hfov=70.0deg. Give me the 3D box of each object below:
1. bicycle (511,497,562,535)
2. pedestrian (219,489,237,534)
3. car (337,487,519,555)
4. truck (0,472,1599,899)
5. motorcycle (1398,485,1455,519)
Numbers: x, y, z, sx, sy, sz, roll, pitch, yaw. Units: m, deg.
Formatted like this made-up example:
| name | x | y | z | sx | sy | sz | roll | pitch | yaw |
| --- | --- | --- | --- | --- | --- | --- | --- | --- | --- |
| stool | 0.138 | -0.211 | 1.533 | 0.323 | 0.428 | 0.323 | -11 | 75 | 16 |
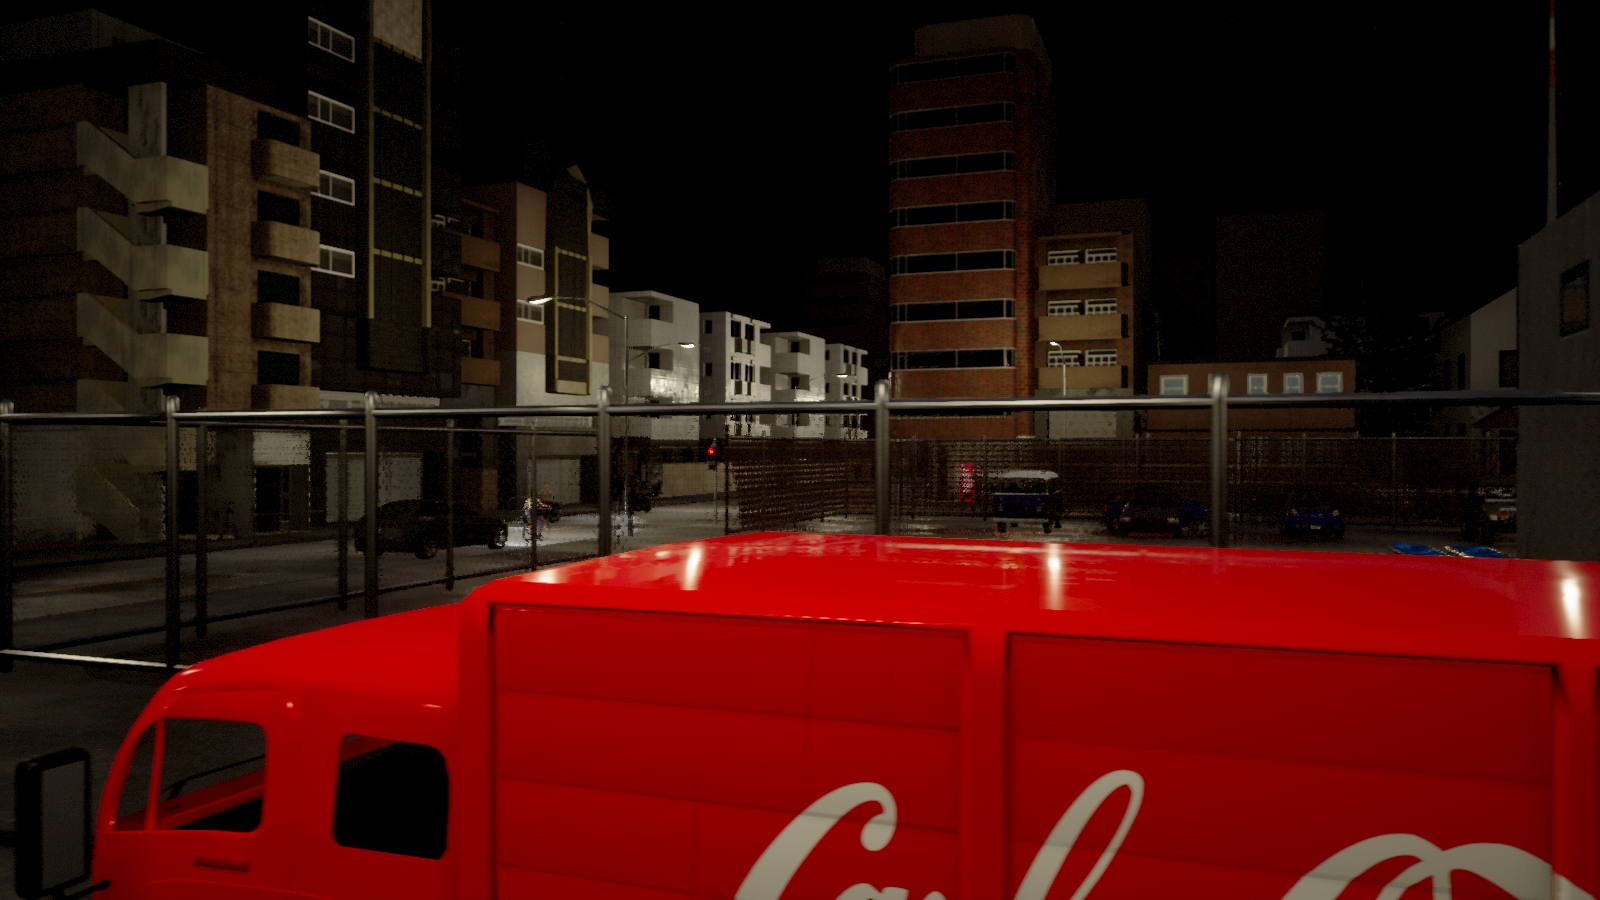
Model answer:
| name | x | y | z | sx | sy | sz | roll | pitch | yaw |
| --- | --- | --- | --- | --- | --- | --- | --- | --- | --- |
| bicycle | -8.153 | 2.036 | 35.364 | 0.859 | 1.080 | 1.487 | 0 | 0 | 20 |
| pedestrian | -16.883 | 1.804 | 33.730 | 0.375 | 1.300 | 0.375 | 0 | 0 | 42 |
| car | -9.890 | 1.842 | 30.860 | 2.163 | 1.488 | 4.792 | 0 | 0 | 20 |
| truck | 0.171 | 1.348 | 3.791 | 5.204 | 2.467 | 2.627 | 0 | 0 | 20 |
| motorcycle | 23.834 | 1.962 | 43.492 | 1.805 | 1.236 | 0.856 | 0 | 0 | 21 |
